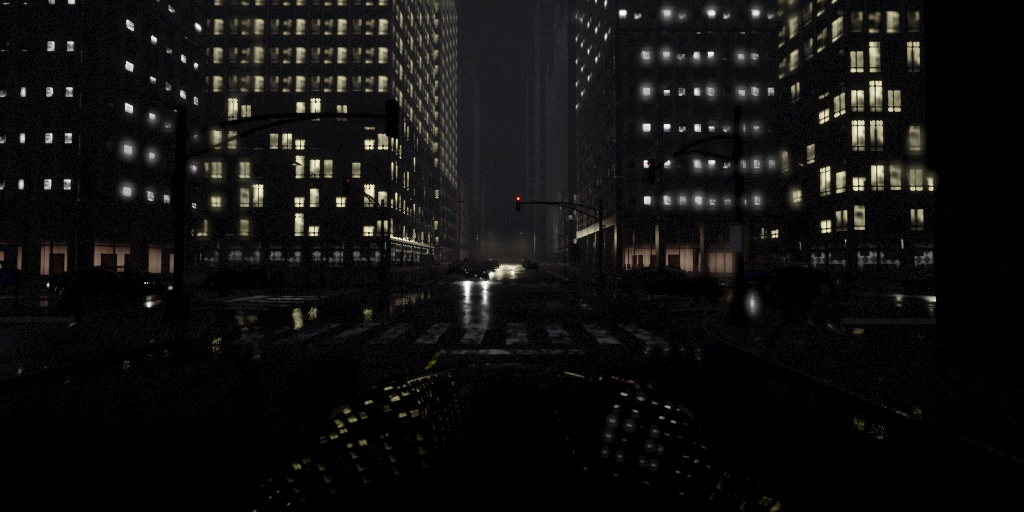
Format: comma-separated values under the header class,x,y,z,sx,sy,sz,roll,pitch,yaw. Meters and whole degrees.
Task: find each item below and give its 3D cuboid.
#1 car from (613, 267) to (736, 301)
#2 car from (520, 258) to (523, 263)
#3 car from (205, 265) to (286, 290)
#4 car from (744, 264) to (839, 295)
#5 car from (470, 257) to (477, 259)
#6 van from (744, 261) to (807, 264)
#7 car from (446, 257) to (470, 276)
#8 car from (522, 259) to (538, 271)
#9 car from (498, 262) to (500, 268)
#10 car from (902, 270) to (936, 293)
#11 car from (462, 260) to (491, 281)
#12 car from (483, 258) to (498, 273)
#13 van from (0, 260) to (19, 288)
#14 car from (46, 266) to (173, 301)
class,x,y,z,sx,sy,sz,roll,pitch,yaw
car,7.279,1.238,16.720,4.902,1.511,2.128,0,-1,10
car,2.685,1.298,60.172,1.751,1.417,4.829,0,0,0
car,-16.495,1.255,22.196,4.097,1.591,1.967,0,0,0
car,14.871,1.321,19.553,4.892,1.490,1.837,0,-1,0
car,-5.695,1.082,48.784,2.192,1.841,5.009,0,0,0
van,15.979,1.210,22.125,3.998,1.789,1.690,0,0,0
car,-5.694,1.203,37.634,1.967,1.591,4.097,0,0,0
car,2.686,1.350,48.847,1.802,1.307,4.207,0,0,0
car,-3.075,1.320,60.618,2.033,1.411,5.357,0,0,0
car,24.351,1.313,19.529,5.008,1.535,1.882,0,-1,0
car,-2.978,1.286,30.764,1.812,1.442,4.674,0,0,-3
car,-3.104,1.331,44.571,1.994,1.385,4.181,0,0,0
van,-33.440,1.132,22.232,3.998,1.789,1.690,0,0,0
car,-18.089,1.191,16.424,4.902,1.511,2.128,0,-1,0
